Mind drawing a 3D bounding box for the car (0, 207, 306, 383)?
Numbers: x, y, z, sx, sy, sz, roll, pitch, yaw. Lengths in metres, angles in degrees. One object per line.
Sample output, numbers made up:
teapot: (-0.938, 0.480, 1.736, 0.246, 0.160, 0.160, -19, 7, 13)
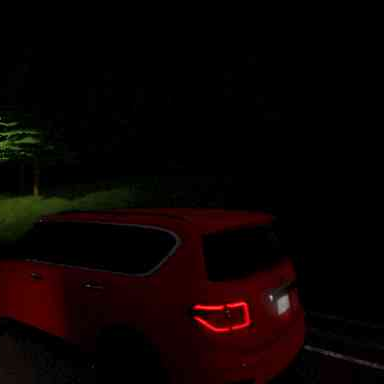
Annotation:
car: (-1.241, 1.256, 4.930, 5.566, 2.045, 2.150, -1, -1, 36)
